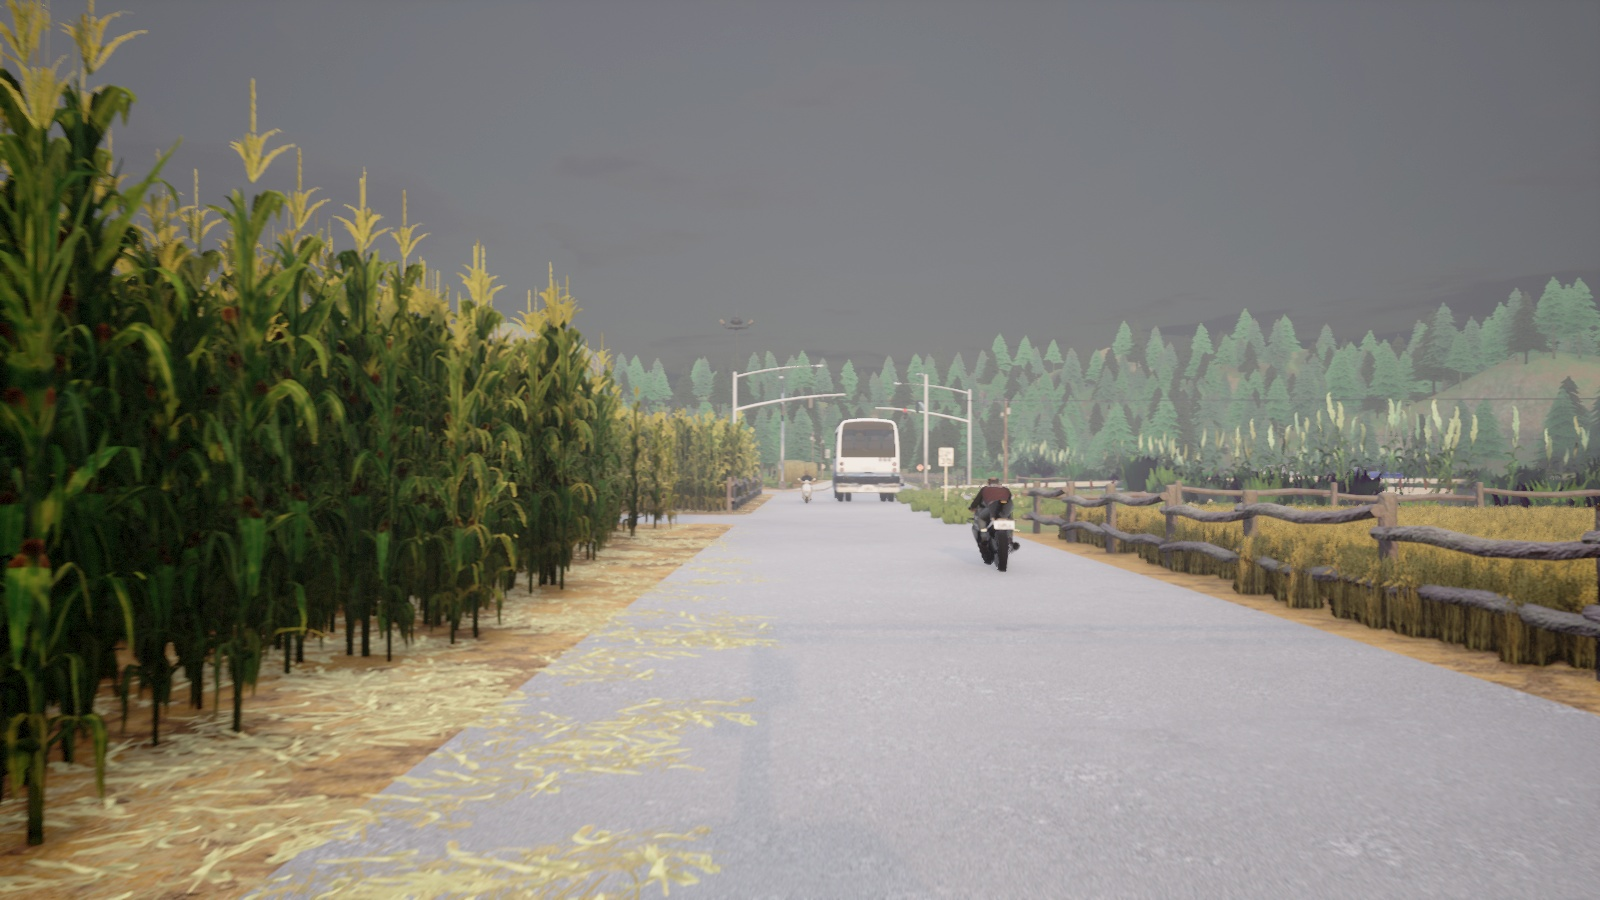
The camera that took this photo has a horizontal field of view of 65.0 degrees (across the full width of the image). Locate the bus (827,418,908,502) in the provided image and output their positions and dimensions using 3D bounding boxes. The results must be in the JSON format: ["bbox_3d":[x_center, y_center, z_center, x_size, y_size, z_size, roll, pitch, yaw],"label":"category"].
[{"bbox_3d":[3.518,0.601,68.853,3.944,4.253,10.273,0,-1,0],"label":"bus"}]

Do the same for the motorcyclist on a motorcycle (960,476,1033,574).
[{"bbox_3d":[3.226,1.194,20.827,0.866,1.530,2.191,0,-1,0],"label":"motorcyclist on a motorcycle"}]

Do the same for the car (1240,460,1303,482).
[{"bbox_3d":[33.604,1.487,89.539,3.806,1.475,1.970,-1,-1,8],"label":"car"}]

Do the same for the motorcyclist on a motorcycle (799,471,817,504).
[{"bbox_3d":[0.374,1.808,61.064,0.866,1.590,1.817,0,-1,0],"label":"motorcyclist on a motorcycle"}]

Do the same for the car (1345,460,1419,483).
[{"bbox_3d":[39.439,1.451,85.186,4.193,1.474,1.816,0,-1,8],"label":"car"}]
